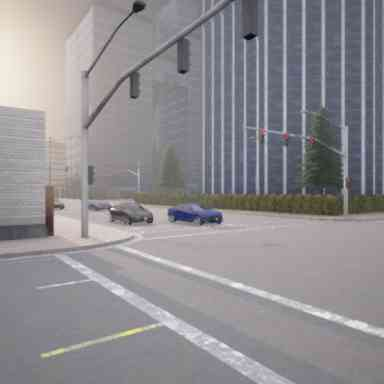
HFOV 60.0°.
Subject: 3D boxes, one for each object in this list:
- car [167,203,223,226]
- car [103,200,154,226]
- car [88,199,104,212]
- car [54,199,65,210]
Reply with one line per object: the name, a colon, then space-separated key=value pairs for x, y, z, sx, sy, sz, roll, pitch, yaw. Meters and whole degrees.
car: x=0.132 y=1.533 z=24.004 sx=1.882 sy=1.535 sz=5.008 roll=0 pitch=0 yaw=-37
car: x=-4.551 y=1.560 z=24.413 sx=1.837 sy=1.490 sz=4.892 roll=0 pitch=0 yaw=-36
car: x=-11.106 y=1.581 z=39.551 sx=1.812 sy=1.442 sz=4.674 roll=0 pitch=0 yaw=-36
car: x=-18.126 y=1.603 z=43.402 sx=2.033 sy=1.411 sz=5.357 roll=0 pitch=0 yaw=-35
